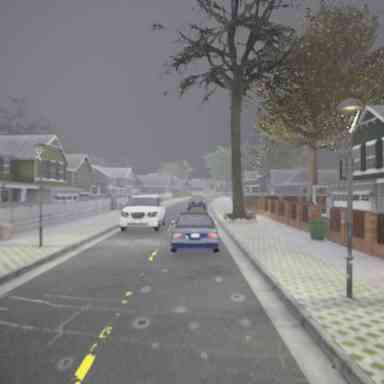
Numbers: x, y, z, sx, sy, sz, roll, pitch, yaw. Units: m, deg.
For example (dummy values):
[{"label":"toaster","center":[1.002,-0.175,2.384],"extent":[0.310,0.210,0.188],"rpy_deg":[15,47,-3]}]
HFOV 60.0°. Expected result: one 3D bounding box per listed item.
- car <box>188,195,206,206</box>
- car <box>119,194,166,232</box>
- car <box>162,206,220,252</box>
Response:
[{"label":"car","center":[0.681,1.196,40.773],"extent":[2.097,1.767,4.553],"rpy_deg":[0,0,3]},{"label":"car","center":[-2.811,1.171,20.056],"extent":[2.150,2.045,5.566],"rpy_deg":[0,0,0]},{"label":"car","center":[0.110,1.517,13.775],"extent":[2.033,1.411,5.357],"rpy_deg":[0,0,0]}]
